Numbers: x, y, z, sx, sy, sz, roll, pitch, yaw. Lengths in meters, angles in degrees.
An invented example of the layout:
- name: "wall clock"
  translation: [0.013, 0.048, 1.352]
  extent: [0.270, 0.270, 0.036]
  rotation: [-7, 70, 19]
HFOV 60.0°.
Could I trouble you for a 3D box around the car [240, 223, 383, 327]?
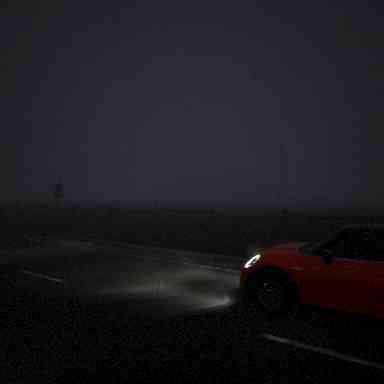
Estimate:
- name: "car"
  translation: [3.168, 1.353, 6.031]
  extent: [4.553, 1.767, 2.097]
  rotation: [0, 0, 35]
